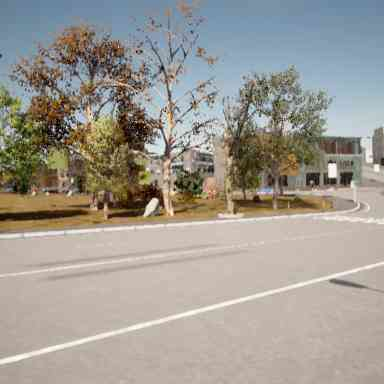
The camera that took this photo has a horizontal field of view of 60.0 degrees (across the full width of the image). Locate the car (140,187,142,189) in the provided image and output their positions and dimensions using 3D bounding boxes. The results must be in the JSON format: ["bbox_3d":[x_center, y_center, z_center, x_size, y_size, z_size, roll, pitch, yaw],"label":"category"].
[{"bbox_3d":[-13.040,-0.061,78.485,2.435,2.045,5.566,0,2,18],"label":"car"}]

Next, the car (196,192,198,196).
[{"bbox_3d":[1.196,-0.164,67.783,2.435,2.045,5.566,-2,2,16],"label":"car"}]

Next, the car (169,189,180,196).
[{"bbox_3d":[-3.611,0.165,71.125,1.946,1.575,5.366,-1,2,17],"label":"car"}]

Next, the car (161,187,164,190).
[{"bbox_3d":[-5.948,-0.068,73.119,2.435,2.045,5.566,-2,2,17],"label":"car"}]

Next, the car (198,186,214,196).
[{"bbox_3d":[3.584,-0.202,65.964,2.435,2.045,5.566,-1,2,16],"label":"car"}]

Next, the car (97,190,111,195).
[{"bbox_3d":[-22.426,0.070,85.705,1.946,1.575,5.366,0,3,19],"label":"car"}]
